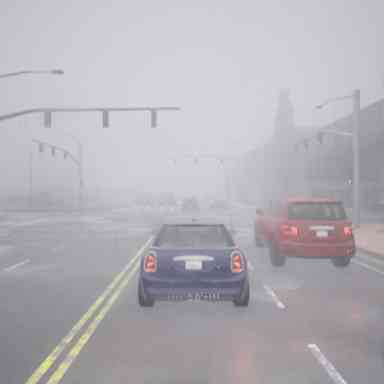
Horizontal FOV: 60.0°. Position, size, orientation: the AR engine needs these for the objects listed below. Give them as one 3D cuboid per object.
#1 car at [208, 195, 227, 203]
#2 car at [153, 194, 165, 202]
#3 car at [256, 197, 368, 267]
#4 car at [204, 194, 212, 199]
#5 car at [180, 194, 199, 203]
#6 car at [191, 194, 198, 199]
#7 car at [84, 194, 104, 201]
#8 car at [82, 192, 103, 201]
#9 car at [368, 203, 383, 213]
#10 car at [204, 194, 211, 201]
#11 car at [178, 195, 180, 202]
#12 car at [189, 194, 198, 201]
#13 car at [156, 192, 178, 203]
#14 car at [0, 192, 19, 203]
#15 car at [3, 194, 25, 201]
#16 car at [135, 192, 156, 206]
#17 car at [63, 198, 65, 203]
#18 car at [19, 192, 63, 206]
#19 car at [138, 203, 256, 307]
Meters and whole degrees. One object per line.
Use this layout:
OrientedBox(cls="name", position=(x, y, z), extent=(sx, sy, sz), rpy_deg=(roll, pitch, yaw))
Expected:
OrientedBox(cls="car", position=(3.310, 1.399, 41.432), extent=(1.812, 1.442, 4.674), rpy_deg=(0, 0, 0))
OrientedBox(cls="car", position=(-6.786, 1.267, 68.972), extent=(1.882, 1.535, 5.008), rpy_deg=(0, 0, 1))
OrientedBox(cls="car", position=(3.535, 1.186, 11.431), extent=(2.150, 2.045, 5.566), rpy_deg=(0, 0, 2))
OrientedBox(cls="car", position=(4.172, 1.189, 87.852), extent=(2.033, 1.411, 5.357), rpy_deg=(0, 0, 1))
OrientedBox(cls="car", position=(-0.178, 1.381, 40.431), extent=(1.837, 1.490, 4.892), rpy_deg=(0, 0, 0))
OrientedBox(cls="car", position=(0.674, 1.244, 87.965), extent=(1.895, 1.301, 4.718), rpy_deg=(0, 0, 1))
OrientedBox(cls="car", position=(-21.583, 1.173, 73.075), extent=(3.806, 1.475, 1.970), rpy_deg=(0, 0, 0))
OrientedBox(cls="car", position=(-21.590, 0.942, 70.179), extent=(3.866, 1.878, 1.905), rpy_deg=(0, 0, 0))
OrientedBox(cls="car", position=(20.713, 1.495, 34.558), extent=(4.718, 1.301, 1.895), rpy_deg=(0, 0, 0))
OrientedBox(cls="car", position=(3.926, 1.284, 77.622), extent=(2.128, 1.511, 4.902), rpy_deg=(0, 0, 1))
OrientedBox(cls="car", position=(-3.275, 1.314, 69.378), extent=(1.812, 1.442, 4.674), rpy_deg=(0, 0, 1))
OrientedBox(cls="car", position=(0.424, 1.235, 77.609), extent=(1.882, 1.535, 5.008), rpy_deg=(0, 0, 1))
OrientedBox(cls="car", position=(-3.768, 1.066, 51.394), extent=(2.150, 2.045, 5.566), rpy_deg=(0, 0, 1))
OrientedBox(cls="car", position=(-39.110, 0.939, 70.131), extent=(4.605, 1.855, 1.932), rpy_deg=(0, 0, 0))
OrientedBox(cls="car", position=(-39.050, 1.141, 73.028), extent=(3.905, 1.438, 1.784), rpy_deg=(0, 0, 0))
OrientedBox(cls="car", position=(-7.265, 1.065, 51.570), extent=(2.150, 2.045, 5.566), rpy_deg=(0, 0, 1))
OrientedBox(cls="car", position=(-21.523, 1.002, 50.555), extent=(3.866, 1.878, 1.905), rpy_deg=(0, 0, 0))
OrientedBox(cls="car", position=(-21.573, 1.008, 47.661), extent=(4.605, 1.855, 1.932), rpy_deg=(0, 0, 0))
OrientedBox(cls="car", position=(0.040, 1.327, 8.090), extent=(2.097, 1.767, 4.553), rpy_deg=(0, 0, 0))
